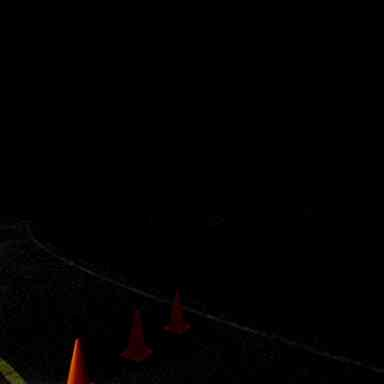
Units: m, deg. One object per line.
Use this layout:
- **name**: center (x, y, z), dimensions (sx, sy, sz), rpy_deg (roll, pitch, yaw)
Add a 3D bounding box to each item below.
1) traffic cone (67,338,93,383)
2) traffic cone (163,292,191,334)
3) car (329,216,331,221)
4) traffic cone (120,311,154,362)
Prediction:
- **traffic cone**: center (-1.277, 1.945, 3.735), dimensions (0.340, 0.580, 0.340), rpy_deg (1, 1, 31)
- **traffic cone**: center (-0.239, 1.931, 5.435), dimensions (0.340, 0.580, 0.340), rpy_deg (1, 1, 31)
- **car**: center (35.617, 6.632, 82.732), dimensions (1.851, 1.617, 3.988), rpy_deg (-4, -3, 4)
- **traffic cone**: center (-0.758, 1.938, 4.585), dimensions (0.340, 0.580, 0.340), rpy_deg (1, 1, 31)
